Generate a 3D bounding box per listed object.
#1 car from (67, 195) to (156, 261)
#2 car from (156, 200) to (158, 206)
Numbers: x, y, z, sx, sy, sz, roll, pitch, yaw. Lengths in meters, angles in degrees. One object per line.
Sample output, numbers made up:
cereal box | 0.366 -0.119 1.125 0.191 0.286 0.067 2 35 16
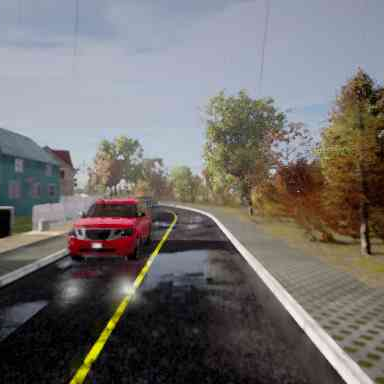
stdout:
car | -2.850 1.264 12.744 2.150 2.045 5.566 0 0 0
car | -6.972 1.339 52.382 2.097 1.767 4.553 0 1 -24
